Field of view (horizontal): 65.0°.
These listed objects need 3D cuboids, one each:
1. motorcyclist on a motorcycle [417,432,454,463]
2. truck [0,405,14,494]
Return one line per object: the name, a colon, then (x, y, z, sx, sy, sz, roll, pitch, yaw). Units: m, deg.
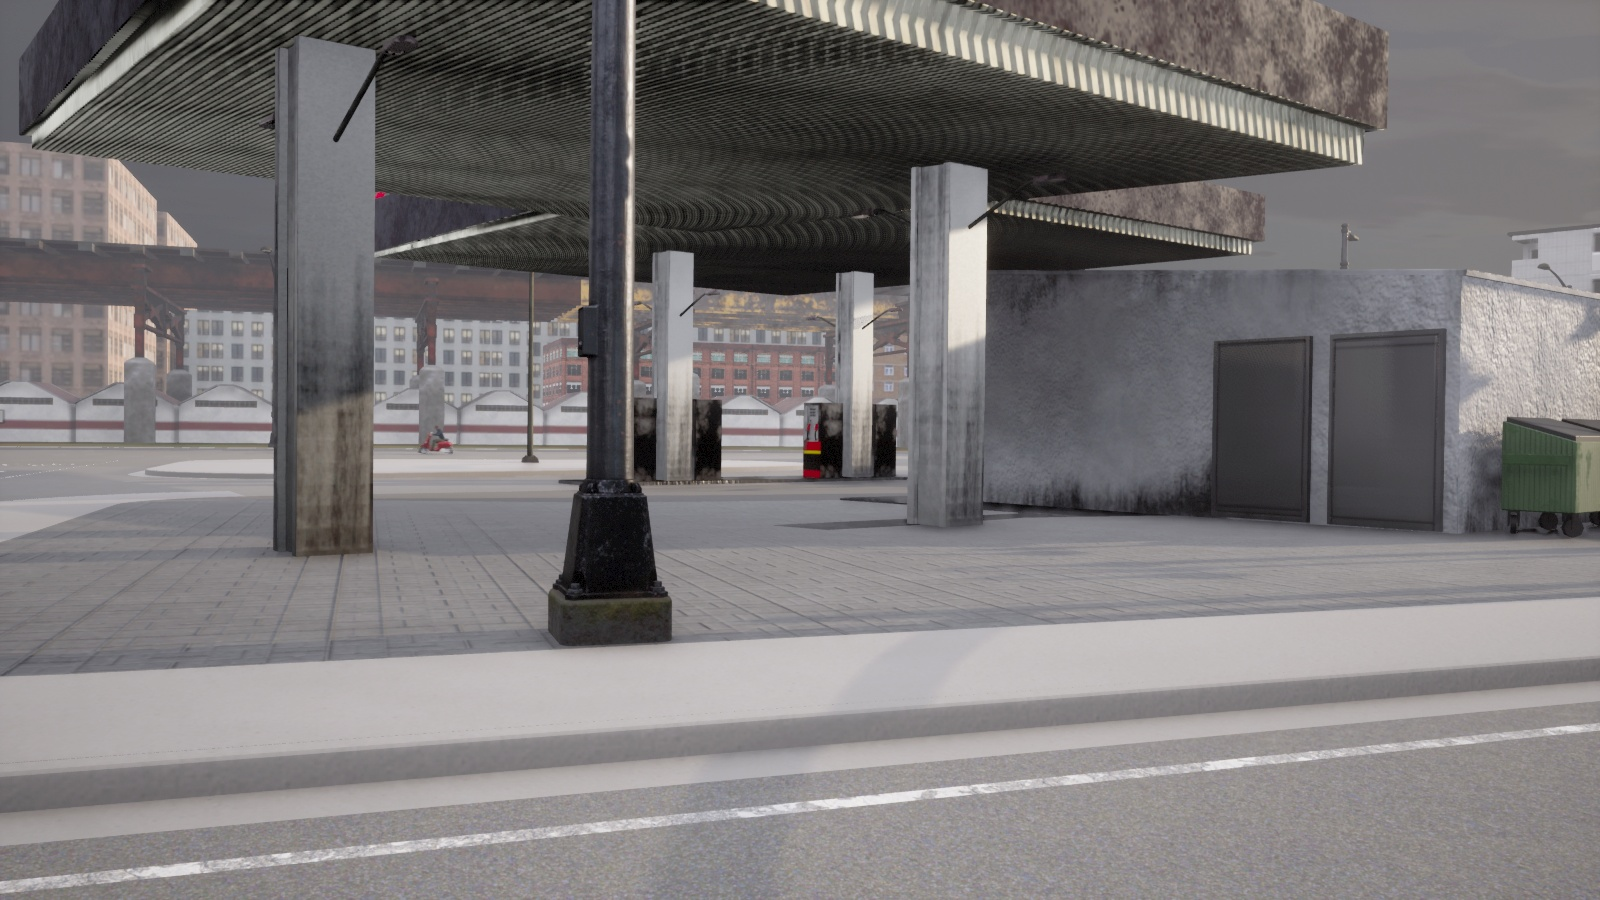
motorcyclist on a motorcycle: (-19.322, -0.122, 66.506, 1.817, 1.590, 0.866, -1, 1, -19)
truck: (-23.176, 0.017, 33.494, 2.627, 2.467, 5.204, -1, 1, -19)
